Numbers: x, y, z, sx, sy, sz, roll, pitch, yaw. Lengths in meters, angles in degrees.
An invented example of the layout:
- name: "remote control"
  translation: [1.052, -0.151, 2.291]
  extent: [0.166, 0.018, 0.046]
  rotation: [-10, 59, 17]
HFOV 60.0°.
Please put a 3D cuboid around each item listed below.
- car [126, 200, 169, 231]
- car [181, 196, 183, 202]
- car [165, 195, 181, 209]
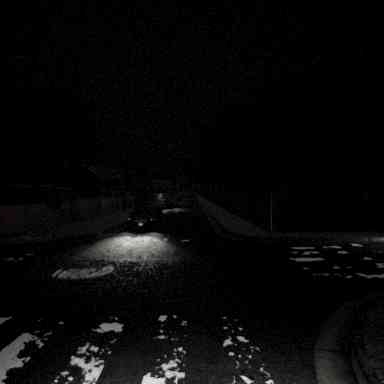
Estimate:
- name: "car"
  translation: [-2.811, 1.505, 20.618]
  extent: [2.128, 1.511, 4.902]
  rotation: [0, 0, 0]
- name: "car"
  translation: [-2.961, 1.322, 69.622]
  extent: [1.882, 1.535, 5.008]
  rotation: [0, 0, 0]
- name: "car"
  translation: [-2.885, 1.478, 45.110]
  extent: [1.882, 1.535, 5.008]
  rotation: [0, 0, 0]
